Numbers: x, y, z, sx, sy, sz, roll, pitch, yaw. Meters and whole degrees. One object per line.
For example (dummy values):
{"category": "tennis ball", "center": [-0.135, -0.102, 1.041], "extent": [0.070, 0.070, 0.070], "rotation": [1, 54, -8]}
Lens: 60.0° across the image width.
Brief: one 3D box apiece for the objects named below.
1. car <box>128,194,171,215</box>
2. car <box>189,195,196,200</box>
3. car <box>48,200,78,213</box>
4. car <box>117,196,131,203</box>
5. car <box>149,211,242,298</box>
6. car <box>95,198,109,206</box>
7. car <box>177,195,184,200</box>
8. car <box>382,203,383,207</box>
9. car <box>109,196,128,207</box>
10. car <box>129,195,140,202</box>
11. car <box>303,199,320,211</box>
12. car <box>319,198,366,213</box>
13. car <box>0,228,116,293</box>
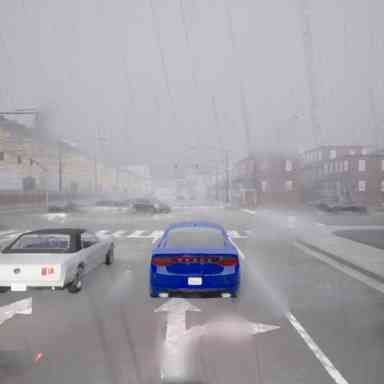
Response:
{"category": "car", "center": [-4.202, 1.352, 34.193], "extent": [2.097, 1.767, 4.553], "rotation": [0, 0, -44]}
{"category": "car", "center": [0.166, 1.540, 93.350], "extent": [2.033, 1.411, 5.357], "rotation": [0, 0, 0]}
{"category": "car", "center": [-14.035, 1.564, 36.295], "extent": [1.994, 1.385, 4.181], "rotation": [0, 0, 0]}
{"category": "car", "center": [-13.879, 1.526, 67.968], "extent": [1.812, 1.442, 4.674], "rotation": [0, 0, 0]}
{"category": "car", "center": [0.081, 1.478, 8.547], "extent": [1.882, 1.535, 5.008], "rotation": [0, 0, 1]}
{"category": "car", "center": [-13.997, 1.601, 52.998], "extent": [1.895, 1.301, 4.718], "rotation": [0, 0, 0]}
{"category": "car", "center": [-3.335, 1.500, 93.308], "extent": [1.837, 1.490, 4.892], "rotation": [0, 0, 0]}
{"category": "car", "center": [25.773, 1.221, 39.495], "extent": [5.566, 2.045, 2.150], "rotation": [0, 0, 0]}
{"category": "car", "center": [-10.506, 1.505, 49.871], "extent": [1.837, 1.490, 4.892], "rotation": [0, 0, 0]}
{"category": "car", "center": [-13.858, 1.523, 79.912], "extent": [1.812, 1.442, 4.674], "rotation": [0, 0, 0]}
{"category": "car", "center": [15.782, 1.491, 39.514], "extent": [4.902, 1.511, 2.128], "rotation": [0, 0, 0]}
{"category": "car", "center": [16.524, 1.564, 36.010], "extent": [4.181, 1.385, 1.994], "rotation": [0, 0, 0]}
{"category": "car", "center": [-3.413, 1.601, 8.816], "extent": [1.895, 1.301, 4.718], "rotation": [0, 0, 0]}
